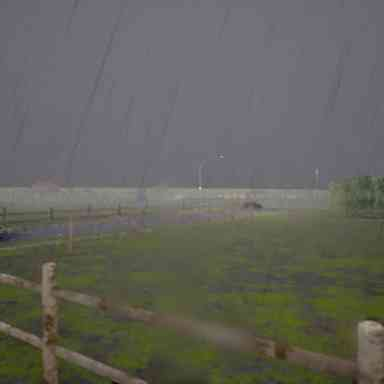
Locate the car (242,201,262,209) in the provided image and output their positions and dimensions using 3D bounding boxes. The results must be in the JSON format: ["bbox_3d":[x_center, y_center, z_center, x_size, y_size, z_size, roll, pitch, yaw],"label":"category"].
[{"bbox_3d":[9.592,2.102,53.195,1.994,1.385,4.181,1,0,35],"label":"car"}]
